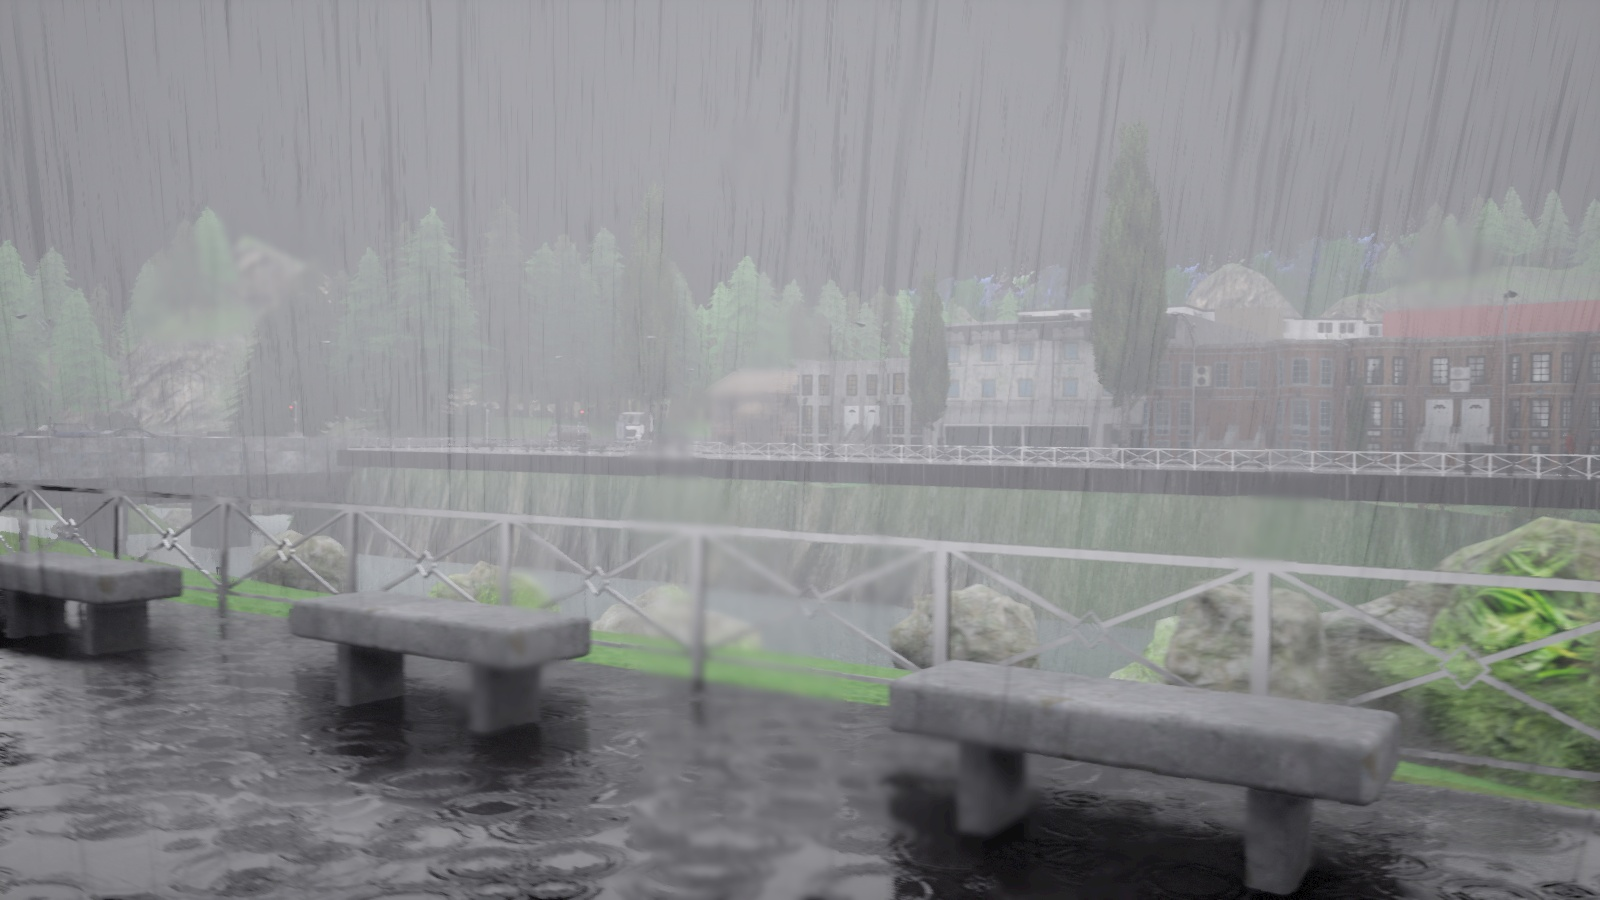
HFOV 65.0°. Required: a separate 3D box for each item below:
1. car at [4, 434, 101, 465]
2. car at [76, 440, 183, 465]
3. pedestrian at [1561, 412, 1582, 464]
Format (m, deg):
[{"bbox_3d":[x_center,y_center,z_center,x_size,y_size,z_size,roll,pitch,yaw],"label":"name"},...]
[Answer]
[{"bbox_3d":[-45.318,-0.040,76.237,2.097,1.767,4.553,0,1,34],"label":"car"},{"bbox_3d":[-40.582,0.108,76.136,2.033,1.411,5.357,0,1,34],"label":"car"},{"bbox_3d":[27.810,-0.428,45.274,0.636,1.846,0.331,0,1,32],"label":"pedestrian"}]
